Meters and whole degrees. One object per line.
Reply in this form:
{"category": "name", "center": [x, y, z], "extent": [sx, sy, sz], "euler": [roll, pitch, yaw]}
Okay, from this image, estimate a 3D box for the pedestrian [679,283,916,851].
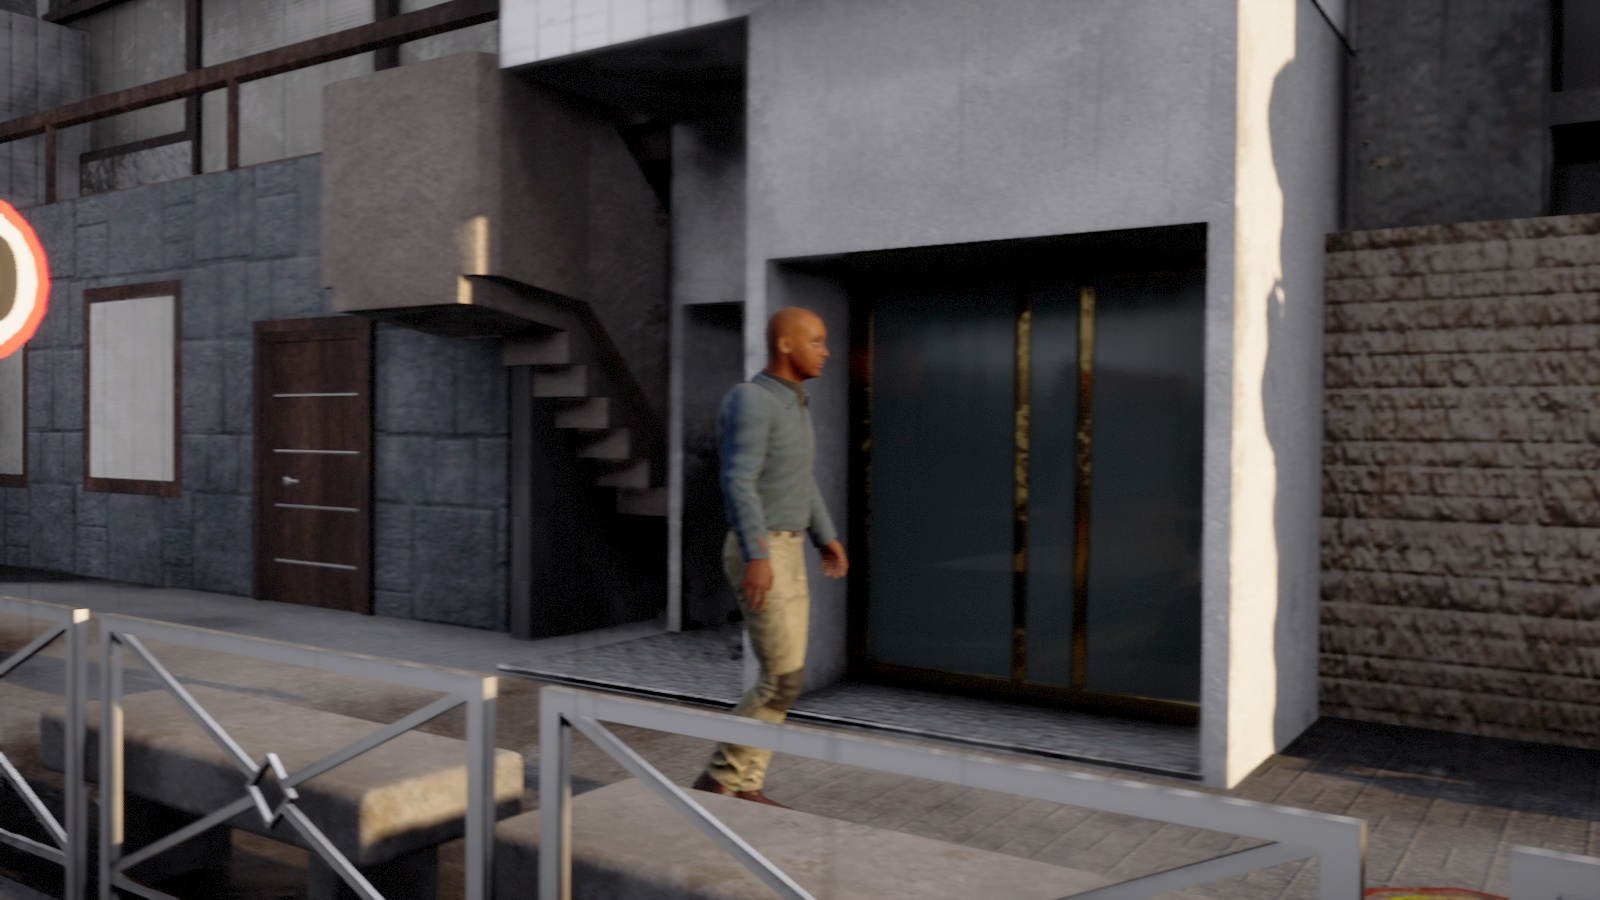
{"category": "pedestrian", "center": [-0.001, 0.379, 4.337], "extent": [0.726, 1.835, 0.370], "euler": [0, 1, 17]}
